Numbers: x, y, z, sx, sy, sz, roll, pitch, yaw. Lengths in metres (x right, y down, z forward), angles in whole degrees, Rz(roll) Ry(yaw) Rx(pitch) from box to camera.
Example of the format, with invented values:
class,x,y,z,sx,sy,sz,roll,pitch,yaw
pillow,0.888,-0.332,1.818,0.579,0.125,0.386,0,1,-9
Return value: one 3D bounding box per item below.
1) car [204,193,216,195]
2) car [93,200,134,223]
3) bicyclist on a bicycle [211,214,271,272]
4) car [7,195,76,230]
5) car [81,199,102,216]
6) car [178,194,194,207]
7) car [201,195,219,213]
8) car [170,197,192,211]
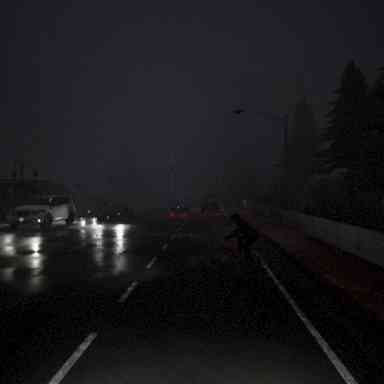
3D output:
class,x,y,z,sx,sy,sz,roll,pitch,yaw
car,2.562,1.199,47.163,2.150,2.045,5.566,0,0,3
car,-5.732,1.512,25.547,1.812,1.442,4.674,0,0,4
bicyclist on a bicycle,1.361,1.432,9.261,1.656,1.620,0.582,0,0,3
car,-9.521,1.210,21.636,2.150,2.045,5.566,0,0,3
car,-8.942,1.475,31.781,2.128,1.511,4.902,0,0,3
car,-0.841,1.454,49.062,1.882,1.535,5.008,0,0,3
car,2.026,1.460,37.187,1.882,1.535,5.008,0,0,3
car,-1.379,1.506,39.487,1.812,1.442,4.674,0,0,3
